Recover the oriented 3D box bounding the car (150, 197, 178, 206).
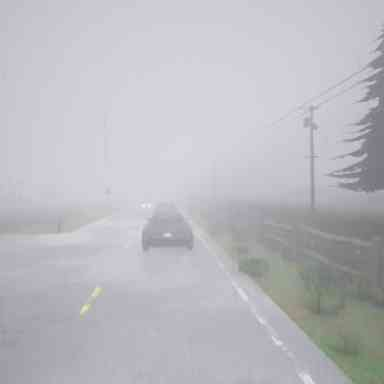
[{"bbox_3d":[-2.213,1.389,28.640,2.128,1.511,4.902,0,0,-4],"label":"car"}]

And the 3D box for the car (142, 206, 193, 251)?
[{"bbox_3d":[-1.022,1.514,14.031,1.994,1.385,4.181,0,0,-4],"label":"car"}]

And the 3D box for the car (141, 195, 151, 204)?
[{"bbox_3d":[-7.988,1.304,59.068,2.128,1.511,4.902,0,0,-4],"label":"car"}]
